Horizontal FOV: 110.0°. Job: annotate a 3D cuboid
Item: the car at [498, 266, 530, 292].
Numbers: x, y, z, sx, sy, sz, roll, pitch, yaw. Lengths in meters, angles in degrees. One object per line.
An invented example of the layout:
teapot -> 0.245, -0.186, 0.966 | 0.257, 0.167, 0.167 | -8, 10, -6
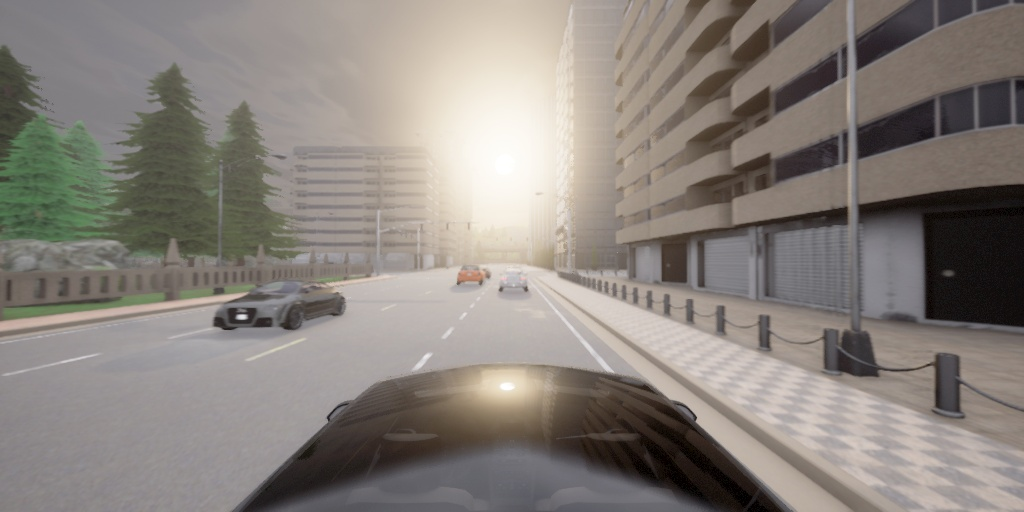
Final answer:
car -> 0.101, 1.588, 24.330 | 1.812, 1.442, 4.674 | 0, -1, 0

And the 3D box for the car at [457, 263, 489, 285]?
car -> -3.400, 1.503, 30.824 | 2.097, 1.767, 4.553 | 0, -1, 0

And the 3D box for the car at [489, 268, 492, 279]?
car -> -3.402, 1.850, 41.041 | 1.994, 1.385, 4.181 | 0, 0, 0

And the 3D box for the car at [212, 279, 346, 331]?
car -> -7.077, 1.447, 11.435 | 1.994, 1.385, 4.181 | 0, -1, 1
